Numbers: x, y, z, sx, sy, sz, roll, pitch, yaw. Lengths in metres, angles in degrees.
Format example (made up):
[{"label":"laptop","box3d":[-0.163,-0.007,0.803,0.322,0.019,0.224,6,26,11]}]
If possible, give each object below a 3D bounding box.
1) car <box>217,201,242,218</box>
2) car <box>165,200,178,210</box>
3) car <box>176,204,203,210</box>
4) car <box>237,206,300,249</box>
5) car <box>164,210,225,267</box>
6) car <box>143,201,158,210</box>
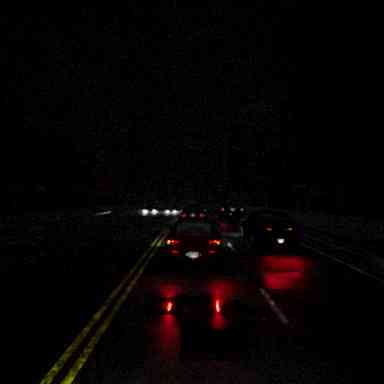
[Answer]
[{"label":"car","box3d":[3.381,1.536,29.594,2.097,1.767,4.553,0,-1,0]},{"label":"car","box3d":[-3.215,2.045,52.946,2.128,1.511,4.902,0,-1,0]},{"label":"car","box3d":[0.098,1.699,26.199,2.033,1.411,5.357,0,-1,1]},{"label":"car","box3d":[3.351,1.578,14.877,1.837,1.490,4.892,0,0,0]},{"label":"car","box3d":[0.072,1.582,11.544,1.812,1.442,4.674,0,0,1]},{"label":"car","box3d":[-6.467,2.146,52.494,1.895,1.301,4.718,0,-1,0]}]
